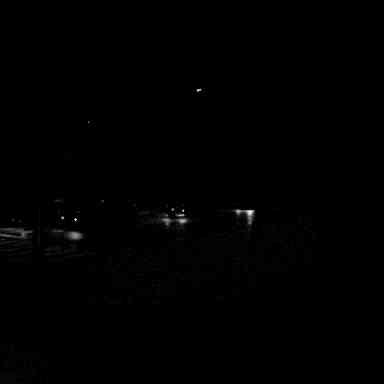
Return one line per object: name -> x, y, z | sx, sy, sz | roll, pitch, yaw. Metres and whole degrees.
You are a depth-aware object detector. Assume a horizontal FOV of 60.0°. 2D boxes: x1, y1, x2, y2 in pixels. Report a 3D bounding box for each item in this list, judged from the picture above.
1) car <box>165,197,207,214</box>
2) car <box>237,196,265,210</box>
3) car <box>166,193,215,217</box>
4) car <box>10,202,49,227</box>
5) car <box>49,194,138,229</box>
car -> -0.535, 1.363, 35.278 | 1.882, 1.535, 5.008 | 0, 0, 35
car -> 7.325, 1.339, 40.718 | 1.837, 1.490, 4.892 | 0, 2, 36
car -> -0.033, 1.116, 30.366 | 2.150, 2.045, 5.566 | 0, 0, 35
car -> -9.613, 1.454, 22.484 | 1.837, 1.490, 4.892 | 0, 1, 35
car -> -6.044, 1.160, 21.894 | 2.150, 2.045, 5.566 | 0, 0, 35
